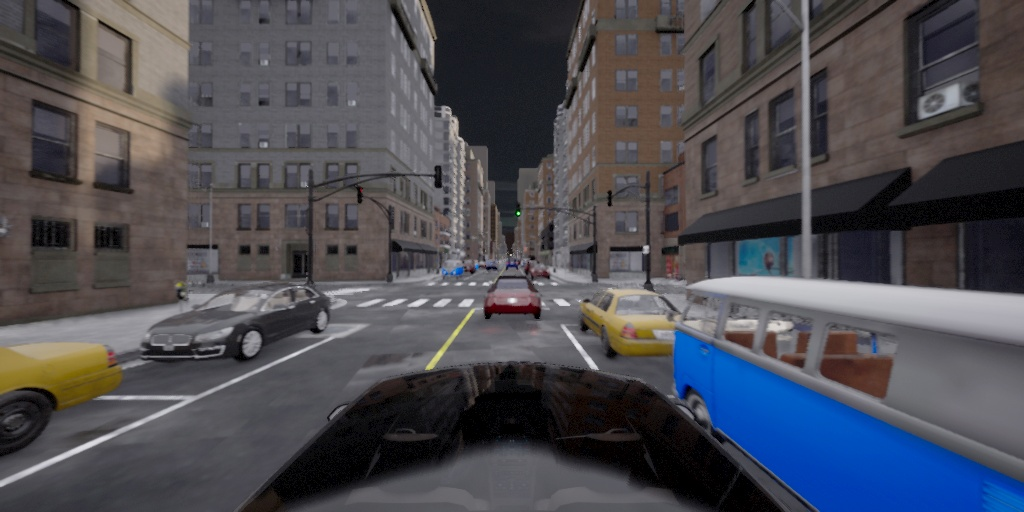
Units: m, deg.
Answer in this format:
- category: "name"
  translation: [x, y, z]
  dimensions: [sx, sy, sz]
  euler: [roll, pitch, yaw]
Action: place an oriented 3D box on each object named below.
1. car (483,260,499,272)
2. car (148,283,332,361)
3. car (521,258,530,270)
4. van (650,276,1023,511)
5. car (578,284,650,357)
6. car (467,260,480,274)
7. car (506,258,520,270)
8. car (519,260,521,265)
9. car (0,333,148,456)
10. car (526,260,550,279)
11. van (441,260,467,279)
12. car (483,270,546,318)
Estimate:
- category: "car"
  translation: [-3.059, 1.750, 56.223]
  dimensions: [1.895, 1.301, 4.718]
  euler: [0, 0, 0]
- category: "car"
  translation: [-5.856, 1.350, 8.296]
  dimensions: [2.007, 1.370, 4.403]
  euler: [0, 0, 0]
- category: "car"
  translation: [2.674, 1.400, 46.678]
  dimensions: [2.192, 1.841, 5.009]
  euler: [0, 0, 0]
- category: "van"
  translation: [2.668, 1.098, 2.644]
  dimensions: [1.690, 1.789, 3.998]
  euler: [0, 0, 0]
- category: "car"
  translation: [2.669, 1.325, 8.483]
  dimensions: [1.751, 1.417, 4.829]
  euler: [0, 0, 0]
- category: "car"
  translation: [-5.851, 1.400, 46.664]
  dimensions: [2.192, 1.841, 5.009]
  euler: [0, 0, 0]
- category: "car"
  translation: [0.036, 1.417, 63.934]
  dimensions: [2.150, 2.045, 5.566]
  euler: [0, 0, 0]
- category: "car"
  translation: [2.676, 1.710, 57.849]
  dimensions: [2.007, 1.370, 4.403]
  euler: [0, 0, 0]
- category: "car"
  translation: [-5.857, 1.282, 2.459]
  dimensions: [1.751, 1.417, 4.829]
  euler: [0, 0, 0]
- category: "car"
  translation: [2.673, 1.445, 35.508]
  dimensions: [1.967, 1.591, 4.097]
  euler: [0, 0, 0]
- category: "van"
  translation: [-5.852, 1.345, 35.491]
  dimensions: [1.690, 1.789, 3.998]
  euler: [0, 0, 0]
- category: "car"
  translation: [0.036, 1.402, 13.436]
  dimensions: [1.994, 1.385, 4.181]
  euler: [0, 0, 1]
